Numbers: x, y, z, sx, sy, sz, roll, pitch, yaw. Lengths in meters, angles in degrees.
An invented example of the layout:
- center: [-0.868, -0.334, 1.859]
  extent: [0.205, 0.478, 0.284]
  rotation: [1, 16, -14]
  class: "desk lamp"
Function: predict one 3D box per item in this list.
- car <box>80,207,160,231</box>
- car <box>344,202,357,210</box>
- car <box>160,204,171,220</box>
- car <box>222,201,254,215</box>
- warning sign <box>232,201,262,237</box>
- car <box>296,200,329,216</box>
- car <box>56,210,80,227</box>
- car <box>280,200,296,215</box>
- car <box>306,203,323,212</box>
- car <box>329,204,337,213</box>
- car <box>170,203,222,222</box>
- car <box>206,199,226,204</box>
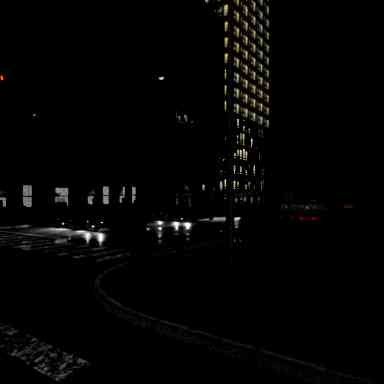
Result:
- center: [-4.917, 1.874, 23.608]
  extent: [2.033, 1.411, 5.357]
  rotation: [0, -1, 33]
  class: "car"
- center: [31.329, 2.789, 65.799]
  extent: [1.882, 1.535, 5.008]
  rotation: [0, -1, 33]
  class: "car"
- center: [-2.390, 2.003, 33.564]
  extent: [1.837, 1.490, 4.892]
  rotation: [0, -1, 33]
  class: "car"
- center: [6.002, 2.180, 40.617]
  extent: [2.128, 1.511, 4.902]
  rotation: [0, -1, 33]
  class: "car"
- center: [3.091, 1.454, 18.556]
  extent: [1.300, 1.860, 1.060]
  rotation: [1, 1, 33]
  class: "warning sign"
- center: [16.056, 2.066, 44.025]
  extent: [2.150, 2.045, 5.566]
  rotation: [0, -1, 35]
  class: "car"
- center: [-7.573, 1.873, 25.485]
  extent: [2.033, 1.411, 5.357]
  rotation: [0, -1, 33]
  class: "car"
- center: [14.282, 2.093, 47.166]
  extent: [2.150, 2.045, 5.566]
  rotation: [0, -1, 33]
  class: "car"
- center: [21.540, 2.671, 58.484]
  extent: [1.994, 1.385, 4.181]
  rotation: [0, -1, 33]
  class: "car"
- center: [21.780, 2.597, 53.014]
  extent: [1.994, 1.385, 4.181]
  rotation: [0, -1, 33]
  class: "car"
- center: [0.520, 2.055, 32.086]
  extent: [2.033, 1.411, 5.357]
  rotation: [0, -1, 33]
  class: "car"
- center: [3.143, 1.903, 42.185]
  extent: [2.150, 2.045, 5.566]
  rotation: [0, -1, 32]
  class: "car"
